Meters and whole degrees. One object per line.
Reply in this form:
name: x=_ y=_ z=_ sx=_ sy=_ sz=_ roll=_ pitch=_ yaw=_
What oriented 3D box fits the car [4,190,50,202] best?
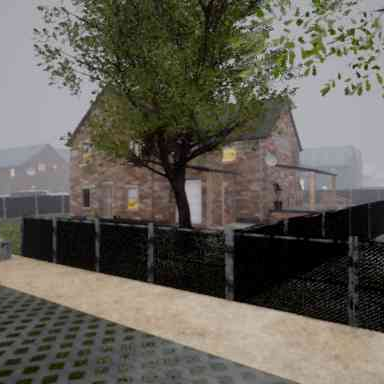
car: x=-16.529 y=0.861 z=32.639 sx=2.150 sy=2.045 sz=5.566 roll=0 pitch=1 yaw=34
